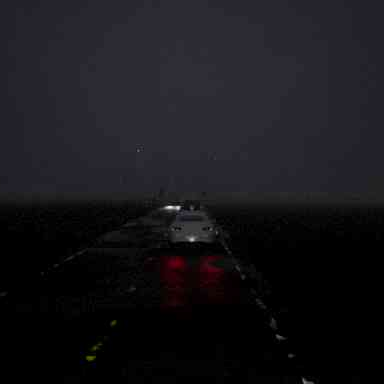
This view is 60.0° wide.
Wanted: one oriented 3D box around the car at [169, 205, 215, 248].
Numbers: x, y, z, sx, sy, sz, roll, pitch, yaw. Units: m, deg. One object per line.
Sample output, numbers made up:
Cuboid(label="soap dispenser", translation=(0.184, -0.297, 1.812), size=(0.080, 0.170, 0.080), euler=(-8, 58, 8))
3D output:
Cuboid(label="car", translation=(0.000, 1.532, 14.649), size=(1.812, 1.442, 4.674), euler=(0, 0, 0))

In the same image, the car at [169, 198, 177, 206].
Cuboid(label="car", translation=(-2.750, 1.639, 55.621), size=(1.895, 1.301, 4.718), euler=(0, 0, 0))

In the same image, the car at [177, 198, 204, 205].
Cuboid(label="car", translation=(0.000, 1.362, 29.620), size=(2.097, 1.767, 4.553), euler=(0, 0, 0))
